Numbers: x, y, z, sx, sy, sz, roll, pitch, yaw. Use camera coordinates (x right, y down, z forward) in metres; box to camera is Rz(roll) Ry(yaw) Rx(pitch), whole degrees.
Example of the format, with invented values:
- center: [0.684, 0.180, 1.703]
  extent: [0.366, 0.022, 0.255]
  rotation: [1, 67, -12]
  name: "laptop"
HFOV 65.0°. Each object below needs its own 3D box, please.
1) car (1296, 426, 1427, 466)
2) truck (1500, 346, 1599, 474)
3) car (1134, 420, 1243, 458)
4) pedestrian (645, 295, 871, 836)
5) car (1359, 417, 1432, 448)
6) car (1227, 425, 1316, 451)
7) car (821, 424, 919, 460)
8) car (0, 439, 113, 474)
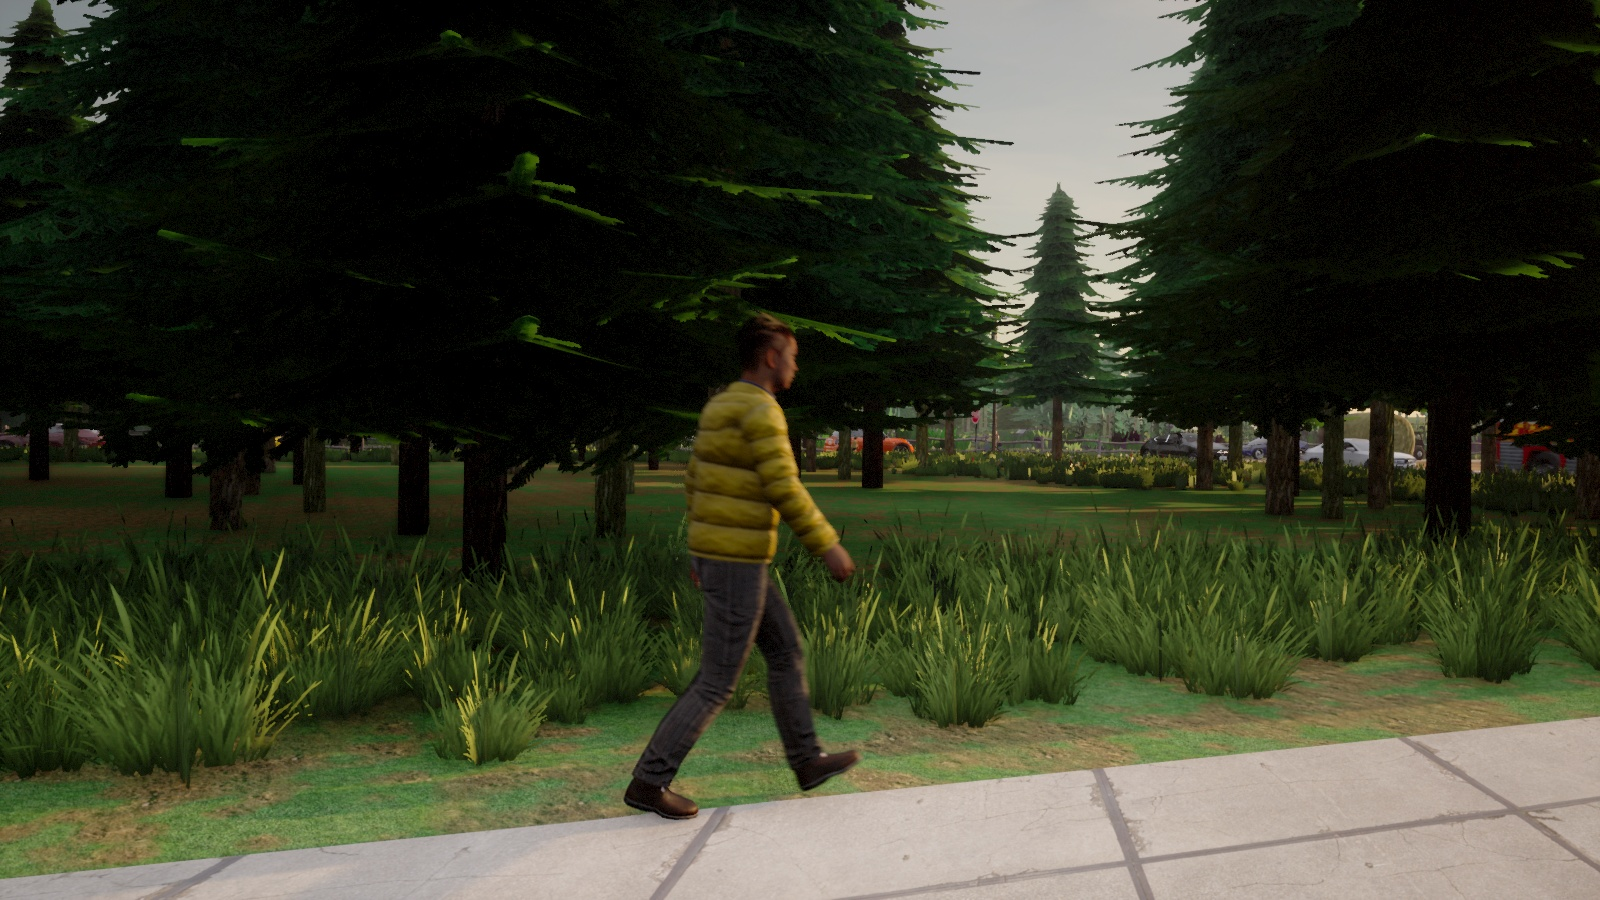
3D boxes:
- center: [21.450, -0.166, 48.222]
  extent: [1.812, 1.442, 4.674]
  rotation: [-1, 1, -21]
  name: "car"
- center: [25.584, -1.223, 37.318]
  extent: [2.891, 3.827, 8.468]
  rotation: [-1, 1, -21]
  name: "truck"
- center: [17.767, -0.528, 57.734]
  extent: [2.152, 1.651, 5.027]
  rotation: [-1, 1, -21]
  name: "car"
- center: [-0.161, 0.387, 4.576]
  extent: [0.709, 1.840, 0.431]
  rotation: [-1, 1, -18]
  name: "pedestrian"
- center: [37.596, -1.110, 79.296]
  extent: [3.866, 1.878, 1.905]
  rotation: [-1, 1, -18]
  name: "car"
- center: [28.677, -0.763, 76.392]
  extent: [4.792, 1.488, 2.163]
  rotation: [-1, 1, -18]
  name: "car"
- center: [3.577, -0.440, 64.520]
  extent: [4.553, 1.767, 2.097]
  rotation: [-1, 1, -18]
  name: "car"
- center: [-33.107, 0.280, 55.377]
  extent: [4.674, 1.442, 1.812]
  rotation: [-1, 1, -20]
  name: "car"
